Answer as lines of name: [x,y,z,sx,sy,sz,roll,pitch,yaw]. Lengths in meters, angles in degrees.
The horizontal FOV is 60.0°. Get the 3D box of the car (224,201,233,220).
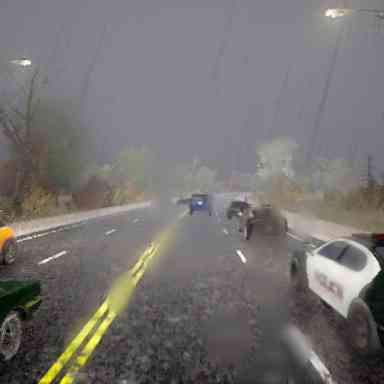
car: [3.843,1.485,27.961,1.837,1.490,4.892,0,0,2]

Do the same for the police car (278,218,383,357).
police car: [3.282,1.507,6.117,2.038,1.542,4.974,0,0,1]

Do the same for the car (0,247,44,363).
car: [-3.325,1.600,3.105,1.895,1.301,4.718,0,0,0]

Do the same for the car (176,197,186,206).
car: [-1.261,1.502,52.229,1.994,1.385,4.181,0,0,5]

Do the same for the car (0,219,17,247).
car: [-6.515,1.350,8.461,2.097,1.767,4.553,0,0,1]

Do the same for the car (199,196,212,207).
car: [2.145,1.440,52.706,1.837,1.490,4.892,0,1,4]

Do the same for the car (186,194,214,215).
car: [0.922,1.190,34.274,2.150,2.045,5.566,0,0,3]

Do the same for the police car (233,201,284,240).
police car: [3.481,1.421,17.151,1.930,1.638,5.238,0,0,1]

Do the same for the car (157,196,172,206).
car: [-4.427,1.485,53.391,1.837,1.490,4.892,0,0,4]
